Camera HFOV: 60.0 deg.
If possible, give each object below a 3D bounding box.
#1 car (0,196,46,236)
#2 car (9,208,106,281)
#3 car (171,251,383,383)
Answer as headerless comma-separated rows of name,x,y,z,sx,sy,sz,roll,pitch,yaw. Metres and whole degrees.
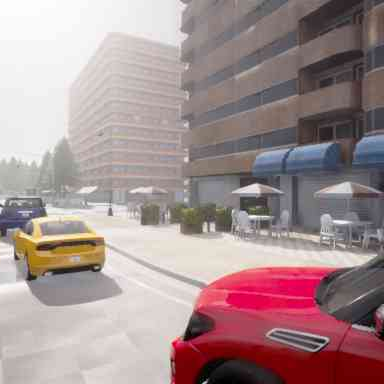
car,-9.441,1.223,18.649,2.150,2.045,5.566,0,0,-29
car,-4.196,1.478,10.117,1.882,1.535,5.008,0,0,-33
car,2.461,1.220,2.394,5.566,2.045,2.150,0,0,35
